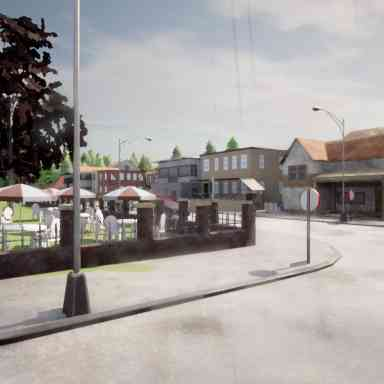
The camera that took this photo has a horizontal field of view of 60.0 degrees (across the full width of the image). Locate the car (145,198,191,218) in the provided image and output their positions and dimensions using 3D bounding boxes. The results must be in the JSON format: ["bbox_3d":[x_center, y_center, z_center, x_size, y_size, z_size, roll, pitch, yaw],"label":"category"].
[{"bbox_3d":[-2.296,1.547,30.745,2.033,1.411,5.357,0,0,-35],"label":"car"}]

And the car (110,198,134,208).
[{"bbox_3d":[-10.451,1.564,49.437,1.994,1.385,4.181,0,0,-35],"label":"car"}]

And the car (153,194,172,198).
[{"bbox_3d":[-4.439,1.221,40.988,2.150,2.045,5.566,0,0,-35],"label":"car"}]

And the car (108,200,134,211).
[{"bbox_3d":[-8.468,1.490,39.438,2.128,1.511,4.902,0,0,-35],"label":"car"}]
